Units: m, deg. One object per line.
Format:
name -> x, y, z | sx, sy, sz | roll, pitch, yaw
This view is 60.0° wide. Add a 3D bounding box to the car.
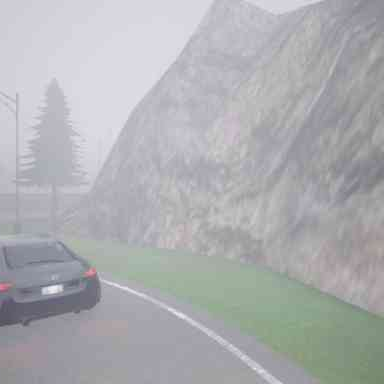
car -> -3.582, 1.568, 6.969 | 1.994, 1.385, 4.181 | 0, 0, -40
